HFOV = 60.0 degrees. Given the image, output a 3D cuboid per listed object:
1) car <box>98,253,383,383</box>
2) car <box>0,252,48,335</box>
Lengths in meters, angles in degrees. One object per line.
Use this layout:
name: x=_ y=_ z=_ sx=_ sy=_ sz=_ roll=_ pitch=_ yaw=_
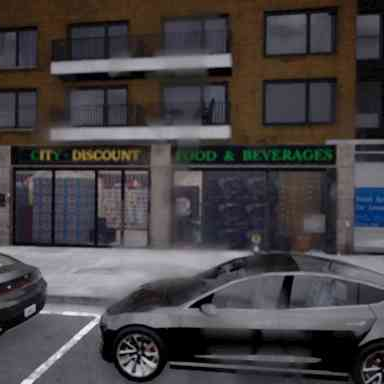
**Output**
car: x=0.935 y=1.562 z=4.516 sx=4.313 sy=1.339 sz=1.947 roll=0 pitch=1 yaw=8
car: x=-4.593 y=1.540 z=5.314 sx=4.403 sy=1.369 sz=2.008 roll=0 pitch=1 yaw=8
